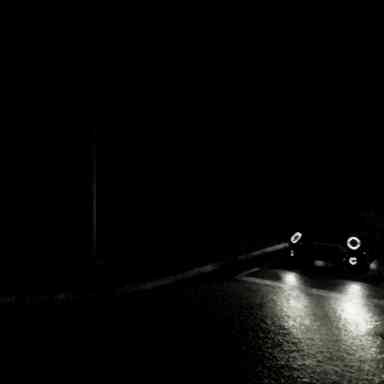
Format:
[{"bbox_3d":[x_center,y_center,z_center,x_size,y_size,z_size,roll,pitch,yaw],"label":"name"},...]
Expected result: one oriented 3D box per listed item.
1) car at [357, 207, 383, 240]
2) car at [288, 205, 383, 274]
[{"bbox_3d":[10.224,1.562,17.493,1.994,1.385,4.181,0,0,38],"label":"car"},{"bbox_3d":[4.849,1.351,10.785,2.097,1.767,4.553,0,0,39],"label":"car"}]
